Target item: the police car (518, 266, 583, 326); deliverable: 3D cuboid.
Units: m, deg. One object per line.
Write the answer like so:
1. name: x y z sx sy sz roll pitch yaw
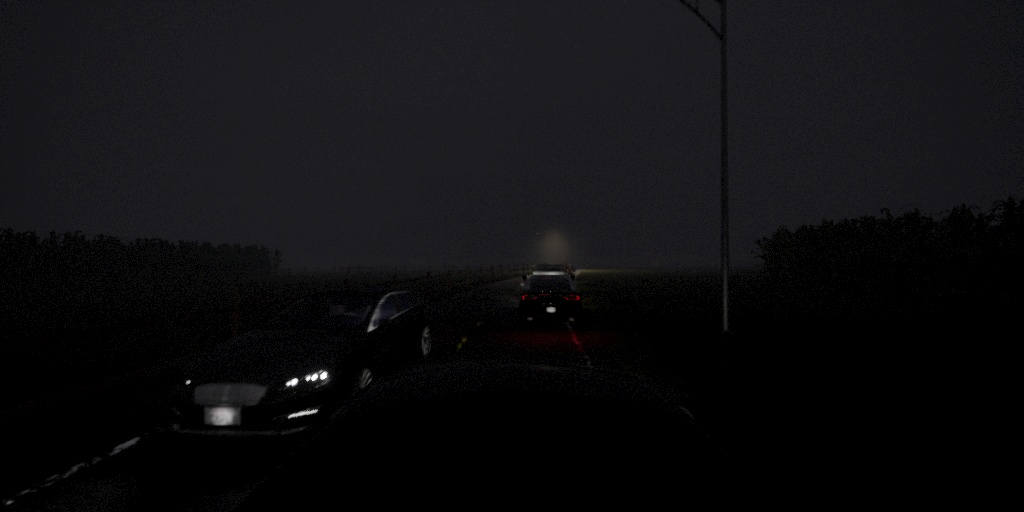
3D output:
1. police car: 1.279 1.302 12.467 1.930 1.638 5.238 0 -1 5

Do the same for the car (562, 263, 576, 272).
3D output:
1. car: 9.493 1.952 59.564 1.994 1.385 4.181 0 -1 13

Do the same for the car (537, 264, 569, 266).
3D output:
1. car: 2.394 1.462 22.140 1.882 1.535 5.008 0 -1 9

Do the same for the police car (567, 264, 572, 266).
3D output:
1. police car: 3.409 1.474 28.073 1.930 1.638 5.238 0 -1 11

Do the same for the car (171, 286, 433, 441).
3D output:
1. car: -2.663 1.289 5.861 2.128 1.511 4.902 0 -1 2

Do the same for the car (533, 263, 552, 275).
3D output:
1. car: 4.218 1.776 48.649 1.837 1.490 4.892 0 -1 13
